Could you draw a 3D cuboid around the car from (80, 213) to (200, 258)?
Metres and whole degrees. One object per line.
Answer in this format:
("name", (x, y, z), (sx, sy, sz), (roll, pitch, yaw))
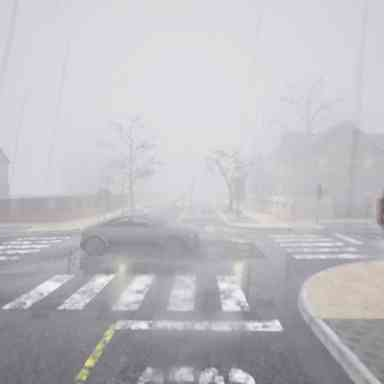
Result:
("car", (-1.793, 1.468, 11.900), (4.181, 1.385, 1.994), (0, 0, 1))

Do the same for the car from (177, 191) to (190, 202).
("car", (-1.557, 0.772, 61.236), (2.150, 2.045, 5.566), (0, 0, 1))
